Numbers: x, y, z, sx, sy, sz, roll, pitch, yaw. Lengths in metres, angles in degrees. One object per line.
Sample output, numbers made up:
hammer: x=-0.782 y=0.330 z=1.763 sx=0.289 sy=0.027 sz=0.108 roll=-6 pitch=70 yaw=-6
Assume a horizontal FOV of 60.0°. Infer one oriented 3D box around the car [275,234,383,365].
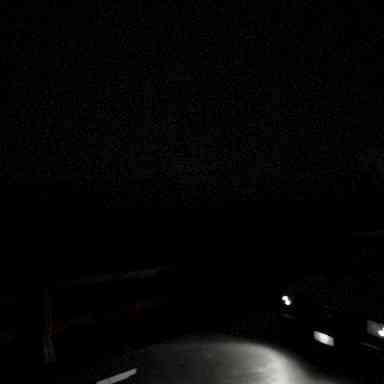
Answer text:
car: x=3.865 y=1.486 z=5.881 sx=5.357 sy=1.411 sz=2.033 roll=-1 pitch=0 yaw=-36
